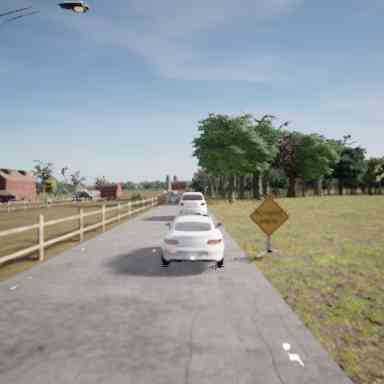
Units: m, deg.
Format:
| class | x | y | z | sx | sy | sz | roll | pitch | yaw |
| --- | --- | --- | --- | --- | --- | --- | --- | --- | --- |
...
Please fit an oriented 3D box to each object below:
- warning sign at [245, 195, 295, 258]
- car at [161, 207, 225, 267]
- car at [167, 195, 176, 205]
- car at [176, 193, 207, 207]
| class | x | y | z | sx | sy | sz | roll | pitch | yaw |
| --- | --- | --- | --- | --- | --- | --- | --- | --- | --- |
| warning sign | 2.456 | 1.058 | 10.622 | 1.300 | 1.860 | 1.060 | 1 | 1 | 0 |
| car | 0.048 | 1.465 | 11.104 | 1.812 | 1.442 | 4.674 | 0 | 1 | 1 |
| car | -2.842 | 1.195 | 53.065 | 2.128 | 1.511 | 4.902 | 0 | 0 | 0 |
| car | 0.048 | 1.071 | 27.722 | 2.150 | 2.045 | 5.566 | 0 | 1 | 0 |
